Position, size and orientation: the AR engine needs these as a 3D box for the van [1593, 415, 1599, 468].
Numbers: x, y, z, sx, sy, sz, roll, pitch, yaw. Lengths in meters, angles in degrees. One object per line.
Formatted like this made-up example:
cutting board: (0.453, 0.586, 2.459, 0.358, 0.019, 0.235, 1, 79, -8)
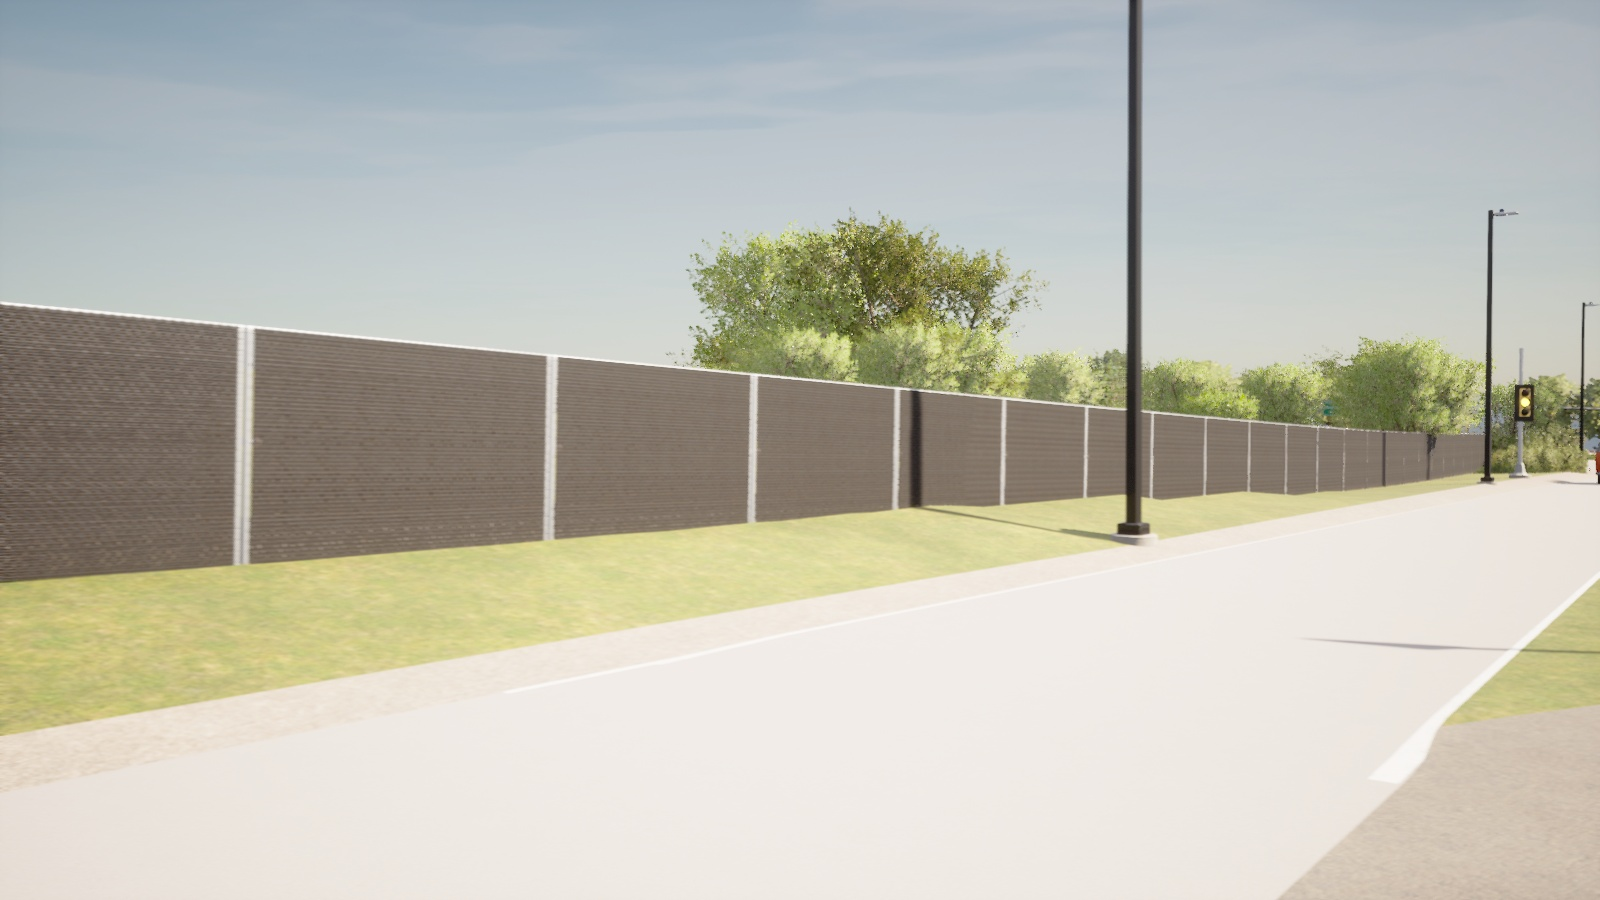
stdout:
van: (32.128, -0.351, 48.871, 1.775, 1.987, 4.442, 0, 1, 37)
